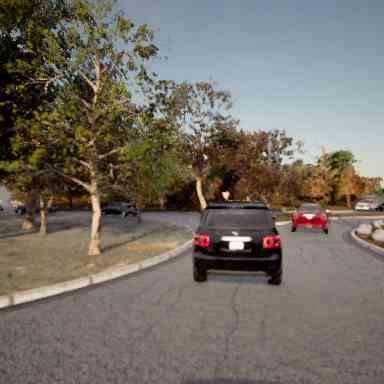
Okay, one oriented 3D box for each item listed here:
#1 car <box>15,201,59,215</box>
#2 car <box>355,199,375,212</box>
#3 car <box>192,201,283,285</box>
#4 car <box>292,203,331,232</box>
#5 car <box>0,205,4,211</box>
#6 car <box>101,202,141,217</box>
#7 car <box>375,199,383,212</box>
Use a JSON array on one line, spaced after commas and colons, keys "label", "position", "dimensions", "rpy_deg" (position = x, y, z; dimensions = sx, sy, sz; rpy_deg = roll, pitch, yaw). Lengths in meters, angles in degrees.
[{"label": "car", "position": [-17.358, 1.816, 37.274], "dimensions": [4.892, 1.490, 1.837], "rpy_deg": [0, -1, 10]}, {"label": "car", "position": [28.900, 2.196, 54.759], "dimensions": [5.566, 2.045, 2.150], "rpy_deg": [1, -1, -44]}, {"label": "car", "position": [1.344, 1.284, 9.926], "dimensions": [2.150, 2.045, 5.566], "rpy_deg": [0, -1, 8]}, {"label": "car", "position": [7.881, 1.558, 21.784], "dimensions": [2.097, 1.767, 4.553], "rpy_deg": [0, -1, 24]}, {"label": "car", "position": [-25.086, 1.862, 38.863], "dimensions": [5.357, 1.411, 2.033], "rpy_deg": [0, -1, -20]}, {"label": "car", "position": [-7.489, 1.792, 34.453], "dimensions": [4.902, 1.511, 2.128], "rpy_deg": [0, -1, 33]}, {"label": "car", "position": [31.724, 2.188, 53.019], "dimensions": [5.566, 2.045, 2.150], "rpy_deg": [1, -1, -44]}]
